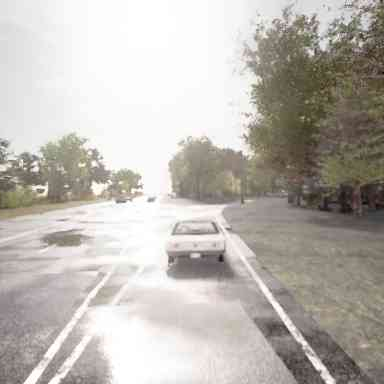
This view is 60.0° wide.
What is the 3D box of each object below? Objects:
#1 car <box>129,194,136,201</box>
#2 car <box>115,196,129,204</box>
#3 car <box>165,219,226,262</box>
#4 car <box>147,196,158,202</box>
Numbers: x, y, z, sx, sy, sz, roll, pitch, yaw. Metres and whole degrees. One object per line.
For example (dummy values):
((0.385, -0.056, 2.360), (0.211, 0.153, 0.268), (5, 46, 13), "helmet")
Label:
((-16.912, 1.815, 88.718), (2.033, 1.411, 5.357), (-1, 0, -5), "car")
((-15.647, 1.611, 72.965), (2.097, 1.767, 4.553), (-1, 0, -5), "car")
((0.136, 1.646, 12.354), (1.895, 1.301, 4.718), (-1, 0, 1), "car")
((-9.516, 1.641, 77.854), (2.033, 1.411, 5.357), (-1, 0, -5), "car")
